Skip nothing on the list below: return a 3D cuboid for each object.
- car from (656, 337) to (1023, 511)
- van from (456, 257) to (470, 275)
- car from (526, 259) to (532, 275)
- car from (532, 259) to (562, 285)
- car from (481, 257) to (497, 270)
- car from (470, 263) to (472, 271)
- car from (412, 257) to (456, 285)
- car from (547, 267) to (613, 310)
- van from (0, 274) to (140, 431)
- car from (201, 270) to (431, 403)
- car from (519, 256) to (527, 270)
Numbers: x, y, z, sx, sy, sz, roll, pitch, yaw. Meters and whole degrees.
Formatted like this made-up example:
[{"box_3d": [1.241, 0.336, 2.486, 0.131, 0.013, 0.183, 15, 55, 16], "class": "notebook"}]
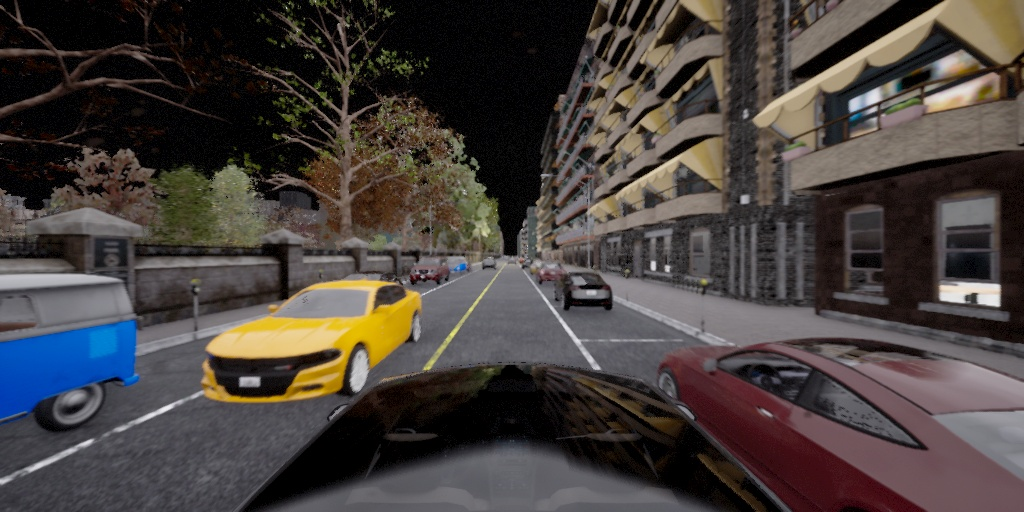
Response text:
[{"box_3d": [2.690, 1.328, 2.951, 1.802, 1.307, 4.207, 0, 0, 0], "class": "car"}, {"box_3d": [-5.687, 0.990, 36.732, 1.690, 1.789, 3.998, 0, 0, 0], "class": "van"}, {"box_3d": [2.693, 1.174, 36.902, 1.751, 1.417, 4.829, 0, 0, 0], "class": "car"}, {"box_3d": [2.692, 1.117, 25.471, 1.967, 1.591, 4.097, 0, 0, 0], "class": "car"}, {"box_3d": [-3.077, 1.126, 48.814, 1.837, 1.490, 4.892, 0, 1, 0], "class": "car"}, {"box_3d": [-5.687, 1.219, 42.362, 1.802, 1.307, 4.207, 0, 0, 0], "class": "car"}, {"box_3d": [-5.688, 0.992, 25.472, 2.192, 1.841, 5.009, 0, 0, 0], "class": "car"}, {"box_3d": [2.691, 1.276, 14.212, 1.948, 1.339, 4.313, 0, 0, 0], "class": "car"}, {"box_3d": [-5.690, 1.087, 2.952, 1.690, 1.789, 3.998, 0, 0, 0], "class": "van"}, {"box_3d": [-3.100, 1.211, 6.738, 1.882, 1.535, 5.008, 0, 0, 0], "class": "car"}, {"box_3d": [2.355, 1.145, 50.382, 1.812, 1.442, 4.674, 0, 0, 0], "class": "car"}]
